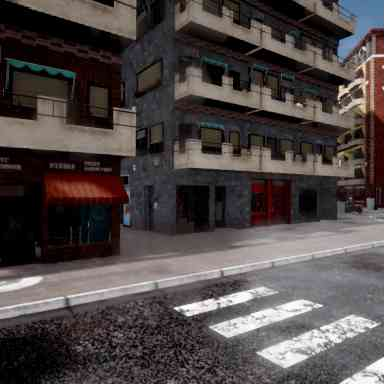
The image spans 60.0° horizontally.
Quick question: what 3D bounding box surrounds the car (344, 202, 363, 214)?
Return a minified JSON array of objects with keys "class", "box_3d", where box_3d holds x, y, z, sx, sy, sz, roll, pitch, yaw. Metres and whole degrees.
[{"class":"car","box_3d":[17.813,1.790,38.250,1.895,1.301,4.718,0,0,5]}]
